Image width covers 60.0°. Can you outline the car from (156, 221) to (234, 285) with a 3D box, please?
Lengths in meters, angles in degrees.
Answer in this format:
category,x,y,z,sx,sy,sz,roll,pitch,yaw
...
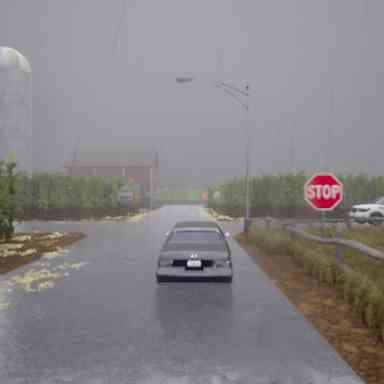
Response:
category,x,y,z,sx,sy,sz,roll,pitch,yaw
car,0.142,1.562,9.581,2.033,1.411,5.357,0,0,2

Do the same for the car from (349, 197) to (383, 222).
category,x,y,z,sx,sy,sz,roll,pitch,yaw
car,13.789,1.259,22.795,5.566,2.045,2.150,1,0,0
